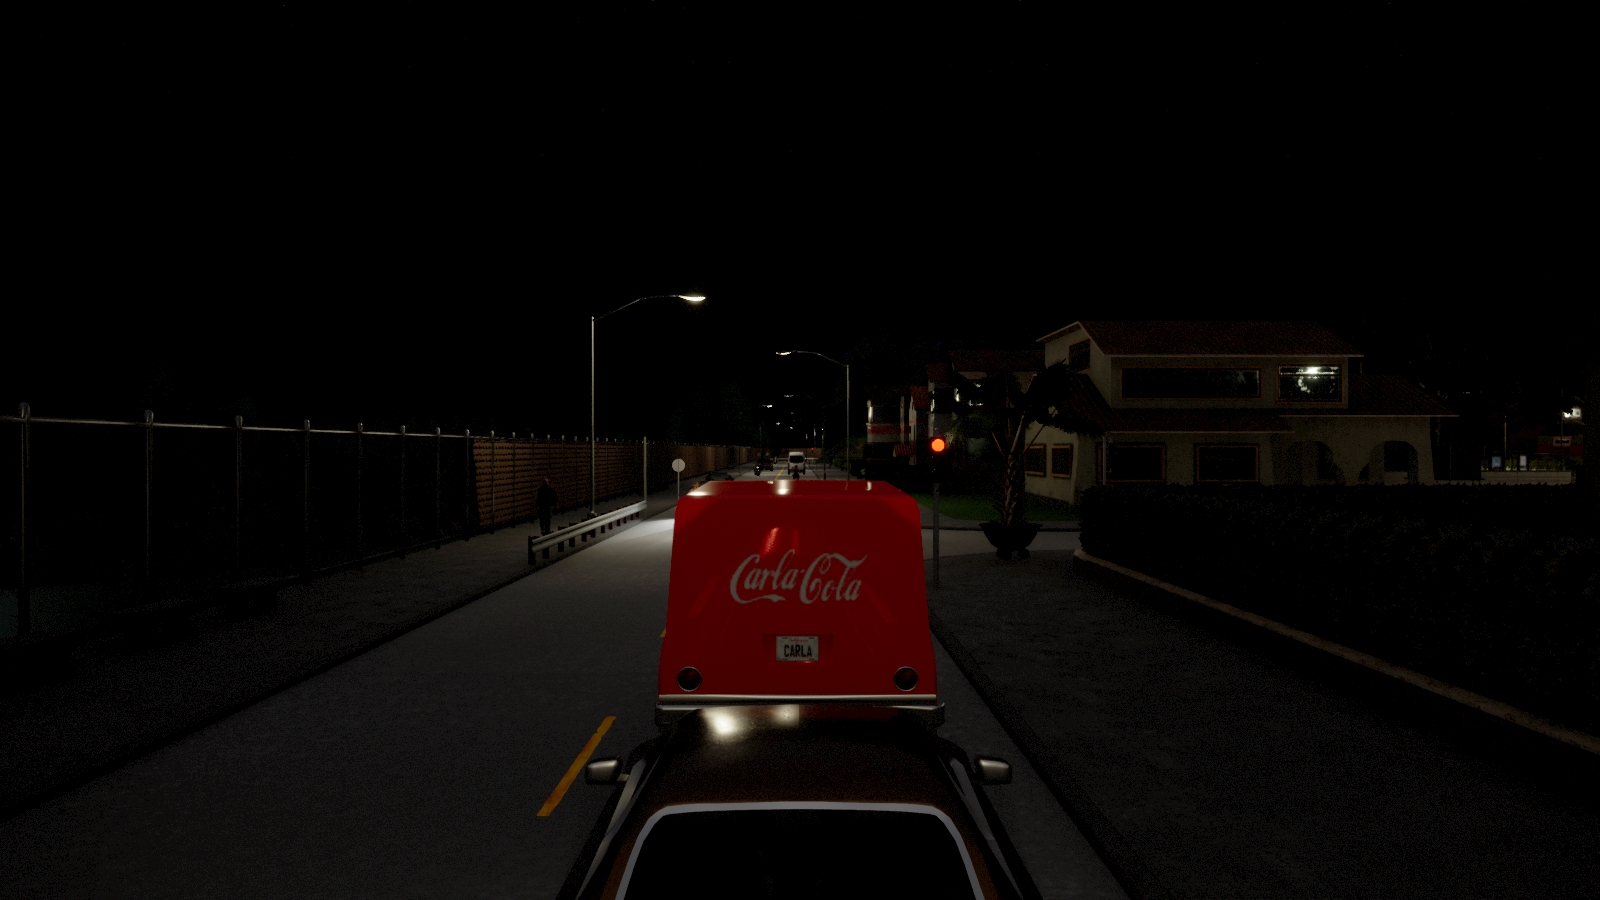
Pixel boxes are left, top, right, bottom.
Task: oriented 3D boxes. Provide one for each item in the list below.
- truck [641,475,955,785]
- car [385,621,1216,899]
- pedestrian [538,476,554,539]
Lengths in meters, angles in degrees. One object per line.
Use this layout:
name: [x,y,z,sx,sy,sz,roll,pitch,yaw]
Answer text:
truck: [-0.025,1.564,12.158,2.627,2.467,5.204,0,0,0]
car: [-0.006,1.989,5.238,2.152,1.651,5.027,0,0,0]
pedestrian: [-7.671,1.732,34.470,0.375,1.860,0.375,0,0,3]
